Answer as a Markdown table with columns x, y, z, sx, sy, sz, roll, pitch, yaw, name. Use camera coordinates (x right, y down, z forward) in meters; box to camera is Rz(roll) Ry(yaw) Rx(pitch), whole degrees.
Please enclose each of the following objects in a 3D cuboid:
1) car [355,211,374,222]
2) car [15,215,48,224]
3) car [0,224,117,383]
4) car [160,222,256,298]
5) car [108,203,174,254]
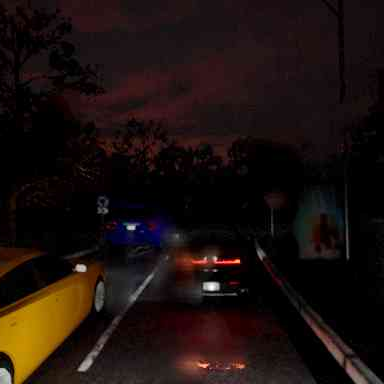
| x | y | z | sx | sy | sz | roll | pitch | yaw | name |
| --- | --- | --- | --- | --- | --- | --- | --- | --- | --- |
| 19.388 | 2.967 | 40.319 | 5.008 | 1.535 | 1.882 | -4 | -4 | -8 | car |
| -26.393 | 4.399 | 54.175 | 5.357 | 1.411 | 2.033 | 3 | -5 | -37 | car |
| -2.660 | 1.486 | 4.463 | 1.882 | 1.535 | 5.008 | 0 | 0 | 2 | car |
| 0.498 | 1.564 | 8.617 | 1.837 | 1.490 | 4.892 | 0 | -1 | 3 | car |
| -2.099 | 1.515 | 14.854 | 2.150 | 2.045 | 5.566 | 0 | -2 | 3 | car |
